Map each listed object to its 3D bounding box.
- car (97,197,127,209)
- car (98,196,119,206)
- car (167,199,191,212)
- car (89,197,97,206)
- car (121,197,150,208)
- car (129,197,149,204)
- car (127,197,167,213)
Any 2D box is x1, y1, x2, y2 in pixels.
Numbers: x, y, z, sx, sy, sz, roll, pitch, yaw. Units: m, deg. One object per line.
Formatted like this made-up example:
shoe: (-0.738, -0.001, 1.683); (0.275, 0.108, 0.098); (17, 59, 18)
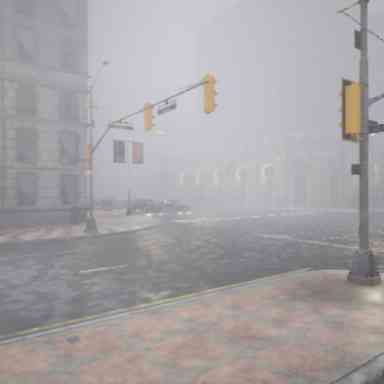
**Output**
car: (-10.749, 1.469, 45.299); (2.128, 1.511, 4.902); (0, 0, -35)
car: (-14.149, 1.499, 56.238); (1.812, 1.442, 4.674); (0, 0, -35)
car: (-2.325, 1.521, 39.540); (2.033, 1.411, 5.357); (0, 0, -36)
car: (-16.645, 1.503, 53.685); (1.812, 1.442, 4.674); (0, 0, -35)
car: (-8.221, 1.520, 47.789); (2.033, 1.411, 5.357); (0, 0, -35)
car: (-10.099, 1.565, 62.940); (1.895, 1.301, 4.718); (0, 0, -35)
car: (-5.194, 1.482, 37.542); (1.837, 1.490, 4.892); (0, 0, -36)
